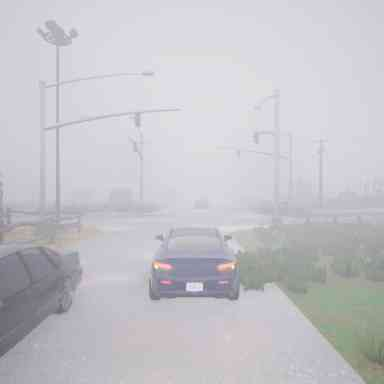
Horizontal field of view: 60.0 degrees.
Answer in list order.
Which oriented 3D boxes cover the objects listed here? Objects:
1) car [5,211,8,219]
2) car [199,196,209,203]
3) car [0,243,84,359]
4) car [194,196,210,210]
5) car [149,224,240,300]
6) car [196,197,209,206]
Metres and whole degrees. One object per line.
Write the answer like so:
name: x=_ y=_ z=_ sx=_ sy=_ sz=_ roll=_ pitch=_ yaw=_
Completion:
car: x=-15.817 y=1.601 z=23.819 sx=4.718 sy=1.301 sz=1.895 roll=0 pitch=0 yaw=0
car: x=2.614 y=1.512 z=69.427 sx=2.033 sy=1.411 sz=5.357 roll=0 pitch=0 yaw=3
car: x=-3.218 y=1.548 z=4.901 sx=2.033 sy=1.411 sz=5.357 roll=0 pitch=0 yaw=0
car: x=1.272 y=1.512 z=42.890 sx=2.033 sy=1.411 sz=5.357 roll=0 pitch=0 yaw=3
car: x=0.049 y=1.526 z=8.230 sx=1.812 sy=1.442 sz=4.674 roll=0 pitch=0 yaw=0
car: x=1.784 y=1.511 z=53.680 sx=2.033 sy=1.411 sz=5.357 roll=0 pitch=0 yaw=3
